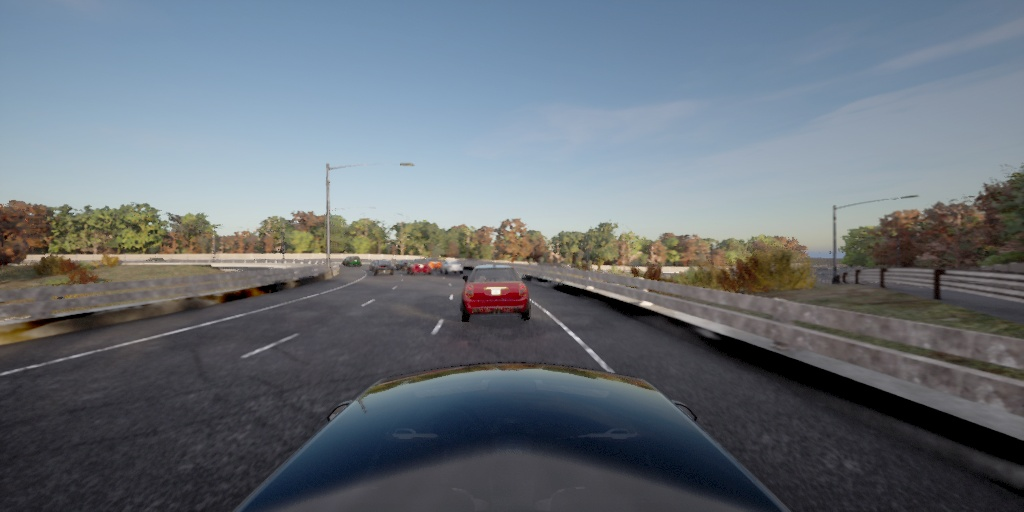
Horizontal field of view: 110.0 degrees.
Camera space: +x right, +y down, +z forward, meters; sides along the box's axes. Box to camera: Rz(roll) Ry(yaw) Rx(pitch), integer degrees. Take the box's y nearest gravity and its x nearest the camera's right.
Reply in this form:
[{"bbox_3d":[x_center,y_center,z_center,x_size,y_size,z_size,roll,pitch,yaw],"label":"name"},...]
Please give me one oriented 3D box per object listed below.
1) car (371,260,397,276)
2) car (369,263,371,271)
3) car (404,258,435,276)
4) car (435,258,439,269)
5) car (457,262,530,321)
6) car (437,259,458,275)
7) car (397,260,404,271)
[{"bbox_3d":[-13.380,1.266,37.394,1.837,1.490,4.892,0,0,-22],"label":"car"},{"bbox_3d":[-17.879,1.275,47.942,1.837,1.490,4.892,0,1,-27],"label":"car"},{"bbox_3d":[-9.864,1.087,37.991,2.097,1.767,4.553,0,0,-22],"label":"car"},{"bbox_3d":[-11.385,1.068,50.594,2.097,1.767,4.553,0,0,-27],"label":"car"},{"bbox_3d":[-0.681,1.081,12.648,2.097,1.767,4.553,-1,0,-6],"label":"car"},{"bbox_3d":[-6.617,1.236,39.266,1.812,1.442,4.674,0,0,-22],"label":"car"},{"bbox_3d":[-14.810,1.250,49.622,1.837,1.490,4.892,0,1,-27],"label":"car"}]
